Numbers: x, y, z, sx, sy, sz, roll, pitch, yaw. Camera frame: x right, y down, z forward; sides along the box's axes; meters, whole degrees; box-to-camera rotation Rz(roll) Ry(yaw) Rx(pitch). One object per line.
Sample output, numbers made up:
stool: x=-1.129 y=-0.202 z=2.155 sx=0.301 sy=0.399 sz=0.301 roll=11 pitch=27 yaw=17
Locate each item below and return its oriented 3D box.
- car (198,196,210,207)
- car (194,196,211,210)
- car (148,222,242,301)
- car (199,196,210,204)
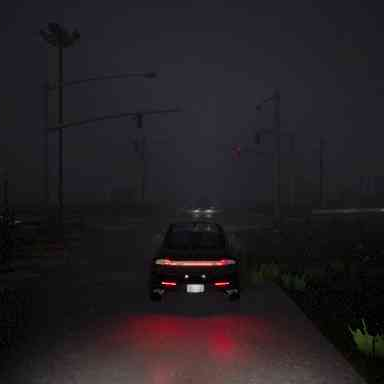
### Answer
car: x=1.902 y=1.443 z=52.107 sx=1.882 sy=1.535 sz=5.008 roll=0 pitch=0 yaw=3
car: x=1.429 y=1.491 z=42.899 sx=1.812 sy=1.442 sz=4.674 roll=0 pitch=0 yaw=3
car: x=0.080 y=1.492 z=8.314 sx=2.128 sy=1.511 sz=4.902 roll=0 pitch=0 yaw=0
car: x=2.435 y=1.529 z=62.049 sx=1.994 sy=1.385 sz=4.181 roll=0 pitch=0 yaw=3
